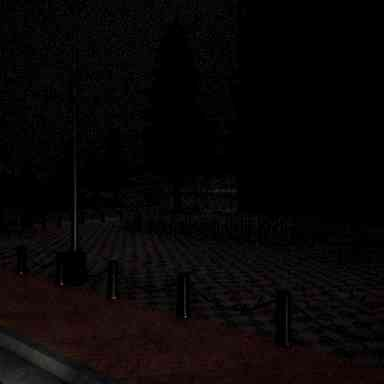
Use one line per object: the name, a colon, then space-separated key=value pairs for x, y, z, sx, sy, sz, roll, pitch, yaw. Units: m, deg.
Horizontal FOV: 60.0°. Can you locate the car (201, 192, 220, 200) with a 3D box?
car: x=5.235 y=1.384 z=91.415 sx=3.806 sy=1.475 sz=1.970 roll=0 pitch=0 yaw=35

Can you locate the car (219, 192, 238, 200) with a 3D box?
car: x=9.593 y=1.374 z=84.710 sx=3.633 sy=1.501 sz=1.845 roll=0 pitch=0 yaw=35
